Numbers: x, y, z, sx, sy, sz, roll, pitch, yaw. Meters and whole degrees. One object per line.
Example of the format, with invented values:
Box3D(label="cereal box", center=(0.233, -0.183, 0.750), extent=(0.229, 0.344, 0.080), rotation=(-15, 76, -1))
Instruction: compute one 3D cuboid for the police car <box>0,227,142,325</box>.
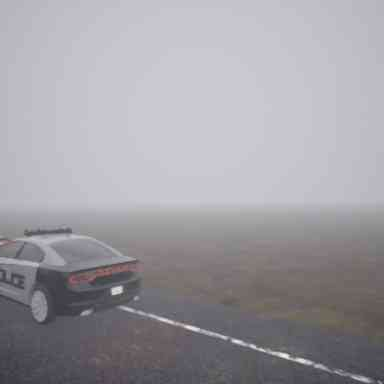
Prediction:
Box3D(label="police car", center=(-3.434, 1.649, 7.746), extent=(5.238, 1.638, 1.930), rotation=(-1, -2, 38))
